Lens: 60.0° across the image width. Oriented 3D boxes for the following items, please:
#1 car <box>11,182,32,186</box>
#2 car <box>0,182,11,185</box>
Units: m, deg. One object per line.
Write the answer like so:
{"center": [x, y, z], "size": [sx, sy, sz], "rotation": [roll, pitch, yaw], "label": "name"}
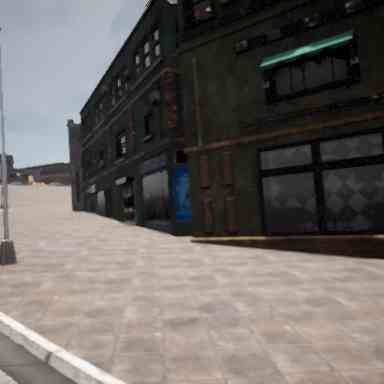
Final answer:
{"center": [-43.561, -1.786, 83.610], "size": [2.002, 1.452, 4.674], "rotation": [-6, -4, 32], "label": "car"}
{"center": [-46.556, -1.857, 78.941], "size": [2.231, 1.521, 4.892], "rotation": [-6, -3, 33], "label": "car"}
